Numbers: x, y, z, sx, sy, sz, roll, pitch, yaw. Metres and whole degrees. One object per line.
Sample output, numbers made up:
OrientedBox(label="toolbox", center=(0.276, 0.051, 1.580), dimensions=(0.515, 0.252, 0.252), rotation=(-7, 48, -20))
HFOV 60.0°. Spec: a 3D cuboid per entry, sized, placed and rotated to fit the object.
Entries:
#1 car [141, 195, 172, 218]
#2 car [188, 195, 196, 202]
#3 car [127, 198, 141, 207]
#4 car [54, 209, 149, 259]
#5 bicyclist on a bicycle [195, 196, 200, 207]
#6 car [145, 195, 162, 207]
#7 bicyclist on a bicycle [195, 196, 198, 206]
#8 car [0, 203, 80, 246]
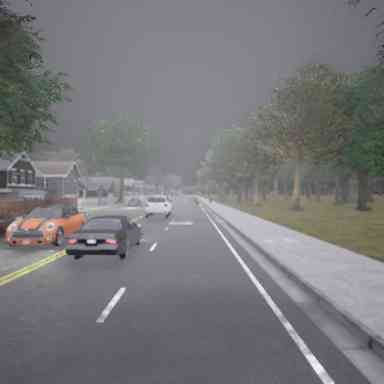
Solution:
OrientedBox(label="car", center=(-3.151, 1.374, 32.057), dimensions=(2.150, 2.045, 5.566), rotation=(0, 0, 0))
OrientedBox(label="car", center=(-0.003, 1.879, 82.995), dimensions=(2.033, 1.411, 5.357), rotation=(0, 0, 0))
OrientedBox(label="car", center=(-9.803, 1.761, 57.003), dimensions=(2.128, 1.511, 4.902), rotation=(0, 0, 1))
OrientedBox(label="car", center=(-3.150, 1.610, 12.923), dimensions=(2.033, 1.411, 5.357), rotation=(0, 0, 0))
OrientedBox(label="bicyclist on a bicycle", center=(0.888, 1.695, 54.797), dimensions=(0.866, 1.612, 1.509), rotation=(0, 0, 0))
OrientedBox(label="car", center=(-6.553, 1.482, 56.978), dimensions=(2.150, 2.045, 5.566), rotation=(0, 0, 1))
OrientedBox(label="bicyclist on a bicycle", center=(0.892, 1.671, 63.795), dimensions=(0.659, 1.776, 1.843), rotation=(0, 0, 0))
OrientedBox(label="car", center=(-6.601, 1.427, 15.524), dimensions=(2.097, 1.767, 4.553), rotation=(0, 0, 0))
